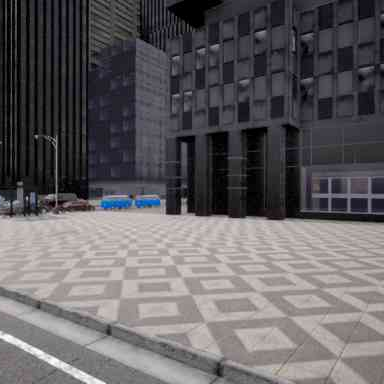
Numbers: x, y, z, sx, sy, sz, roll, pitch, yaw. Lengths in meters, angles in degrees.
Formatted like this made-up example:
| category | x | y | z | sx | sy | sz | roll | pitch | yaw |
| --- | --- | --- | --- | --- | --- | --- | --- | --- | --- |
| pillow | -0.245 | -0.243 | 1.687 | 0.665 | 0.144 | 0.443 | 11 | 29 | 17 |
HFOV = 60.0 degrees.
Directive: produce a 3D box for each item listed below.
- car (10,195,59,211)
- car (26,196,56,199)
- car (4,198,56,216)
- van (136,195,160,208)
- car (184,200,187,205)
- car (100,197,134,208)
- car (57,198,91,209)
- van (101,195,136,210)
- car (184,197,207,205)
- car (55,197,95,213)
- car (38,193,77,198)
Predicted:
| category | x | y | z | sx | sy | sz | roll | pitch | yaw |
| --- | --- | --- | --- | --- | --- | --- | --- | --- | --- |
| car | -19.547 | 1.285 | 41.447 | 2.192 | 1.841 | 5.009 | 0 | 0 | 35 |
| car | -17.270 | 1.482 | 34.579 | 2.128 | 1.511 | 4.902 | 0 | 0 | 36 |
| car | -15.900 | 1.549 | 31.878 | 2.008 | 1.369 | 4.403 | 0 | 0 | 35 |
| van | -6.014 | 1.330 | 45.748 | 1.690 | 1.788 | 3.998 | 0 | 0 | 35 |
| car | 0.575 | 1.569 | 54.995 | 1.802 | 1.307 | 4.206 | 0 | 0 | 35 |
| car | -10.952 | 1.477 | 48.902 | 1.837 | 1.490 | 4.892 | 0 | 0 | 36 |
| car | -16.253 | 1.548 | 46.072 | 1.802 | 1.307 | 4.206 | 0 | 0 | 35 |
| van | -9.309 | 1.332 | 41.125 | 1.690 | 1.788 | 3.998 | 0 | 0 | 35 |
| car | 0.669 | 1.581 | 59.714 | 1.895 | 1.301 | 4.718 | 0 | 0 | 35 |
| car | -12.605 | 1.576 | 36.501 | 1.802 | 1.307 | 4.206 | 0 | 0 | 35 |
| car | -16.646 | 1.198 | 40.925 | 2.150 | 2.045 | 5.566 | 0 | 0 | 36 |
